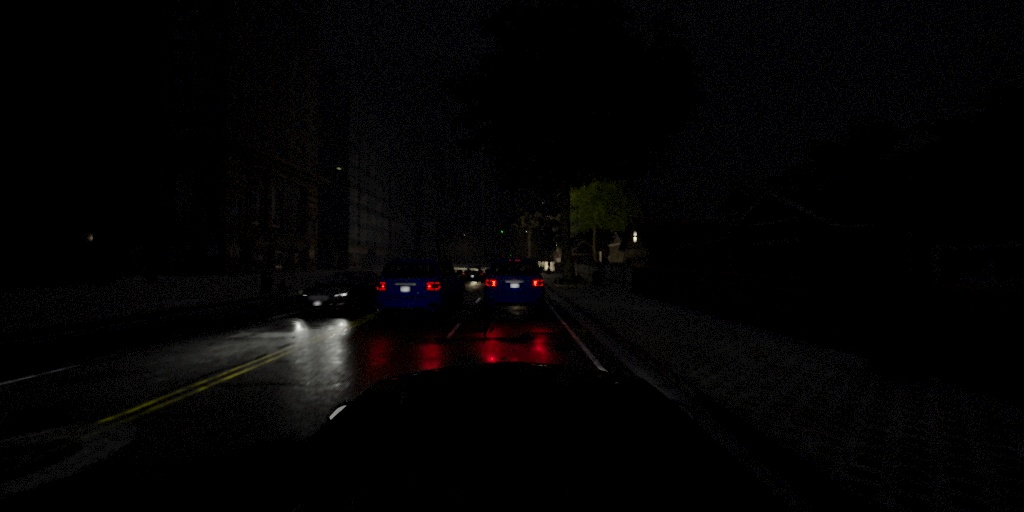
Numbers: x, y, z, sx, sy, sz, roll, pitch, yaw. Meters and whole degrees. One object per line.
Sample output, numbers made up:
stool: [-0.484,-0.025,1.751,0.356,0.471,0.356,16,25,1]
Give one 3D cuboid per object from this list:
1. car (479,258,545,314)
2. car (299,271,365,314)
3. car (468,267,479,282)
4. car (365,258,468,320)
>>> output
car: [0.086,1.101,14.509,2.150,2.045,5.566,0,-1,0]
car: [-6.612,1.374,14.633,2.128,1.511,4.902,0,-1,0]
car: [-3.176,1.617,30.817,1.994,1.385,4.181,0,-1,0]
car: [-3.160,1.091,13.285,2.150,2.045,5.566,0,0,0]
